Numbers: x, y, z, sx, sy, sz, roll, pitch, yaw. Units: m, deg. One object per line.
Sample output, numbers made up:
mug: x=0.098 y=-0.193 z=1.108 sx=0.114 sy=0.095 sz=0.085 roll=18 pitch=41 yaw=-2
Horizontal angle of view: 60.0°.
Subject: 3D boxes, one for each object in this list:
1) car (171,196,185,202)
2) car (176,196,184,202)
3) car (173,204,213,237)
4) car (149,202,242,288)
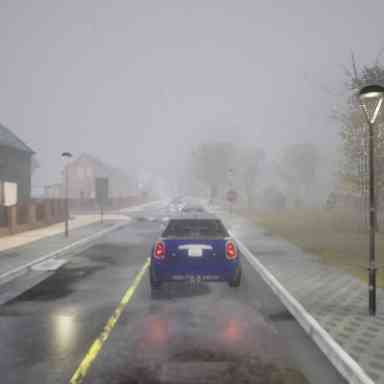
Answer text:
car: x=-2.760 y=1.525 z=60.436 sx=1.812 sy=1.442 sz=4.674 roll=0 pitch=0 yaw=1
car: x=-2.701 y=1.559 z=75.747 sx=1.812 sy=1.442 sz=4.674 roll=0 pitch=0 yaw=0
car: x=0.063 y=1.523 z=19.343 sx=2.033 sy=1.411 sz=5.357 roll=0 pitch=0 yaw=0
car: x=0.082 y=1.337 z=9.368 sx=2.097 sy=1.767 sz=4.553 roll=0 pitch=0 yaw=0
